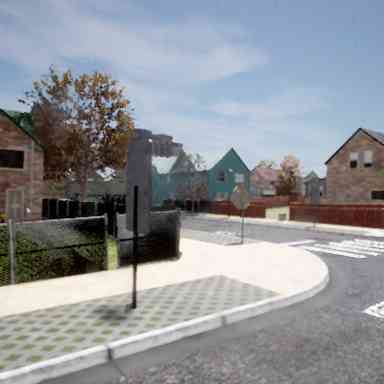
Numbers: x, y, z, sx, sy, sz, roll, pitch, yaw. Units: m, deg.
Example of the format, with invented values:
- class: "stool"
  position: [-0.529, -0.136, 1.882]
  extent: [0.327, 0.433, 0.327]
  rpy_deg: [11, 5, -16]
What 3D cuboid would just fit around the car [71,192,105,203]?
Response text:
- class: "car"
  position: [-10.855, 1.040, 34.522]
  extent: [2.150, 2.045, 5.566]
  rpy_deg: [2, -1, -37]
